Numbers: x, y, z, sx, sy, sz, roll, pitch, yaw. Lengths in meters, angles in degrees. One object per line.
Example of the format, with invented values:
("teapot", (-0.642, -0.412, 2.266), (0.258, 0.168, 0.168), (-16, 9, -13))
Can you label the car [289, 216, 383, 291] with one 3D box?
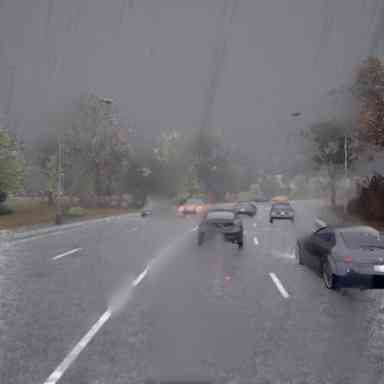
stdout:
("car", (4.182, 1.581, 9.017), (1.994, 1.385, 4.181), (0, 0, 5))

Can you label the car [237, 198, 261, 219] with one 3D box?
("car", (5.154, 1.590, 32.083), (1.994, 1.385, 4.181), (0, 0, 17))

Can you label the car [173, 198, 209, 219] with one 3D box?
("car", (0.327, 1.355, 28.563), (2.097, 1.767, 4.553), (0, 0, 15))

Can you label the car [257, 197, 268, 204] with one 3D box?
("car", (13.945, 1.645, 67.140), (1.895, 1.301, 4.718), (0, 0, 32))

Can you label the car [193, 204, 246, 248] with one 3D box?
("car", (1.353, 1.512, 14.956), (1.837, 1.490, 4.892), (0, 0, 8))

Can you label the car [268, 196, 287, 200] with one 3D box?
("car", (17.415, 1.563, 66.066), (1.882, 1.535, 5.008), (0, 0, 35))

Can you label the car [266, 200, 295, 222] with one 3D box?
("car", (7.049, 1.583, 26.080), (2.033, 1.411, 5.357), (0, 0, 14))

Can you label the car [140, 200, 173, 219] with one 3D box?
("car", (-2.996, 1.491, 29.745), (1.837, 1.490, 4.892), (0, 0, 15))
